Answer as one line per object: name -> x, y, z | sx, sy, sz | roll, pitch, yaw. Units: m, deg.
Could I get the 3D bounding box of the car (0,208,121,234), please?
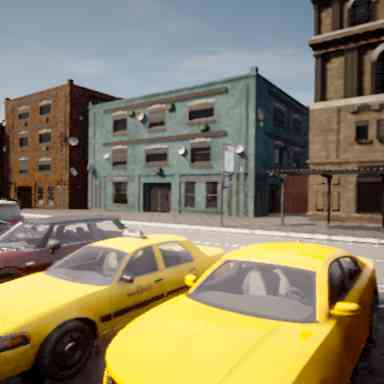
car -> -3.278, 1.358, 7.529 | 2.185, 1.767, 4.553 | 0, 0, 36

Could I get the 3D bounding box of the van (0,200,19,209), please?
van -> -7.994, 1.262, 10.719 | 1.878, 1.987, 4.442 | 0, 0, 36

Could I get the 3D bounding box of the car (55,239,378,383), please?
car -> 1.134, 1.479, 4.344 | 2.097, 1.535, 5.008 | 0, 0, 36

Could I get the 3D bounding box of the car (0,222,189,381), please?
car -> -1.241, 1.479, 5.807 | 1.946, 1.575, 5.366 | 0, 0, 36
